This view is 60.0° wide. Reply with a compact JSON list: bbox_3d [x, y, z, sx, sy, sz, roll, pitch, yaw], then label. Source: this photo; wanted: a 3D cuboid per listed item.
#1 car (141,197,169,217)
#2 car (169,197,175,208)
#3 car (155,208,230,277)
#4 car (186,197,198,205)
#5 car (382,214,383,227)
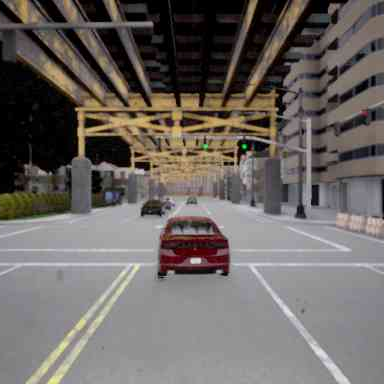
[{"bbox_3d":[-3.582,1.455,31.245,1.882,1.535,5.008,0,0,1],"label":"car"},{"bbox_3d":[-3.592,1.534,41.084,1.994,1.385,4.181,0,0,0],"label":"car"},{"bbox_3d":[-0.097,1.470,10.309,1.882,1.535,5.008,0,0,-4],"label":"car"},{"bbox_3d":[-0.003,1.507,56.694,2.033,1.411,5.357,0,0,0],"label":"car"},{"bbox_3d":[13.587,1.439,18.846,4.974,1.542,2.038,0,0,25],"label":"car"}]
